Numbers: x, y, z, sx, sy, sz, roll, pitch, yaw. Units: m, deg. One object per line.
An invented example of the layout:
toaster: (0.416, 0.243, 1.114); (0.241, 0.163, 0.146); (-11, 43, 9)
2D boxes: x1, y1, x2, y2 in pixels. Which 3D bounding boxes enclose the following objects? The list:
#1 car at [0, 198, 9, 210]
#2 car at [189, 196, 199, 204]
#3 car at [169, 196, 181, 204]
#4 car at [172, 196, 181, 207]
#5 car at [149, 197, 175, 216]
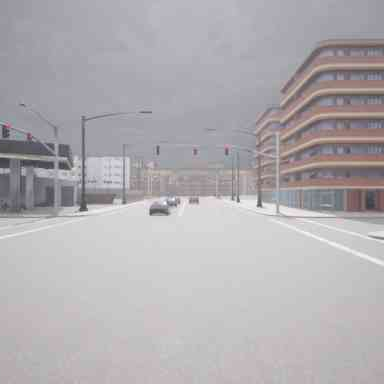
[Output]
car: (-23.943, 1.455, 39.446); (3.806, 1.475, 1.970); (0, 0, 1)
car: (0.346, 1.491, 63.754); (2.128, 1.511, 4.902); (0, 0, 0)
car: (-3.196, 1.491, 64.718); (2.128, 1.511, 4.902); (0, 0, 0)
car: (-3.134, 1.547, 50.115); (2.033, 1.411, 5.357); (0, 0, 0)
car: (-3.082, 1.547, 32.978); (2.033, 1.411, 5.357); (0, 0, 0)
